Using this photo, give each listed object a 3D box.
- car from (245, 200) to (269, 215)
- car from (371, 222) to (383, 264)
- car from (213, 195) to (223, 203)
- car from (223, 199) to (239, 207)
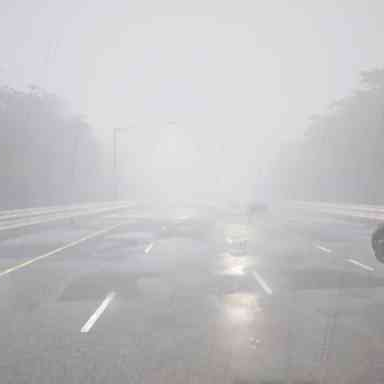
[{"bbox_3d":[7.058,1.681,36.378,1.837,1.490,4.892,0,0,0],"label":"car"},{"bbox_3d":[7.000,1.235,8.631,2.150,2.045,5.566,0,0,0],"label":"car"},{"bbox_3d":[7.399,1.963,89.223,2.097,1.767,4.553,0,0,1],"label":"car"},{"bbox_3d":[7.166,1.902,59.111,2.033,1.411,5.357,0,0,0],"label":"car"}]
